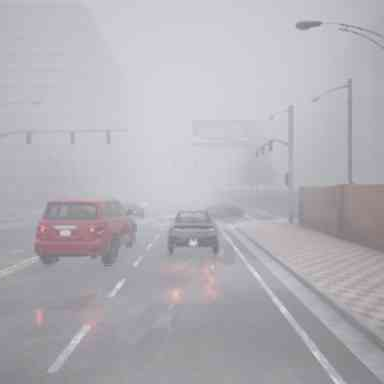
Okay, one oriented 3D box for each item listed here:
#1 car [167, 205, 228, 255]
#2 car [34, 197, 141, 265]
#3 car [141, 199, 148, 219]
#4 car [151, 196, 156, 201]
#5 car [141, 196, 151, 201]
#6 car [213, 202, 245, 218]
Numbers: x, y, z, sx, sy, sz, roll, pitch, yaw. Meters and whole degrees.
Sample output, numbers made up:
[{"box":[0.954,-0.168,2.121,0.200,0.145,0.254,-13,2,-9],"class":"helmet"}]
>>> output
[{"box":[0.056,1.493,13.422,2.128,1.511,4.902,0,0,0],"class":"car"},{"box":[-3.454,1.223,11.822,2.150,2.045,5.566,0,0,0],"class":"car"},{"box":[-5.562,1.569,29.168,1.994,1.385,4.181,0,0,-23],"class":"car"},{"box":[-10.561,1.597,87.896,1.895,1.301,4.718,0,0,0],"class":"car"},{"box":[-10.549,1.607,71.818,1.895,1.301,4.718,0,0,0],"class":"car"},{"box":[2.801,1.569,28.479,1.994,1.385,4.181,-1,0,39],"class":"car"}]
